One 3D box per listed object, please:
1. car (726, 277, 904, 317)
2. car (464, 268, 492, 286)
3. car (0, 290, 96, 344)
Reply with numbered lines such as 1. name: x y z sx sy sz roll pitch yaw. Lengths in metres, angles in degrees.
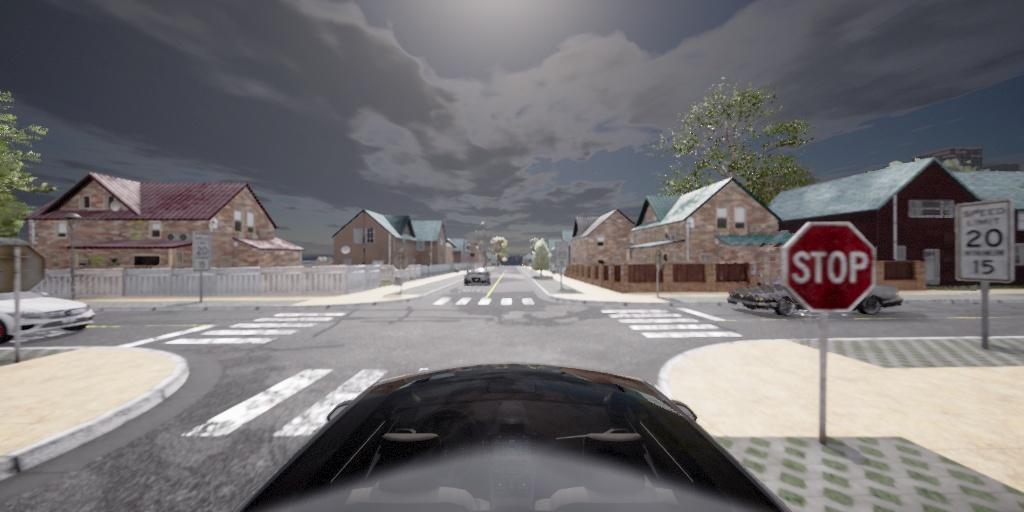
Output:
1. car: 10.887 1.339 13.050 5.357 1.411 2.033 0 0 -2
2. car: -2.714 1.648 29.225 1.994 1.385 4.181 0 -1 0
3. car: -14.141 1.451 9.523 4.674 1.442 1.812 0 0 -1
